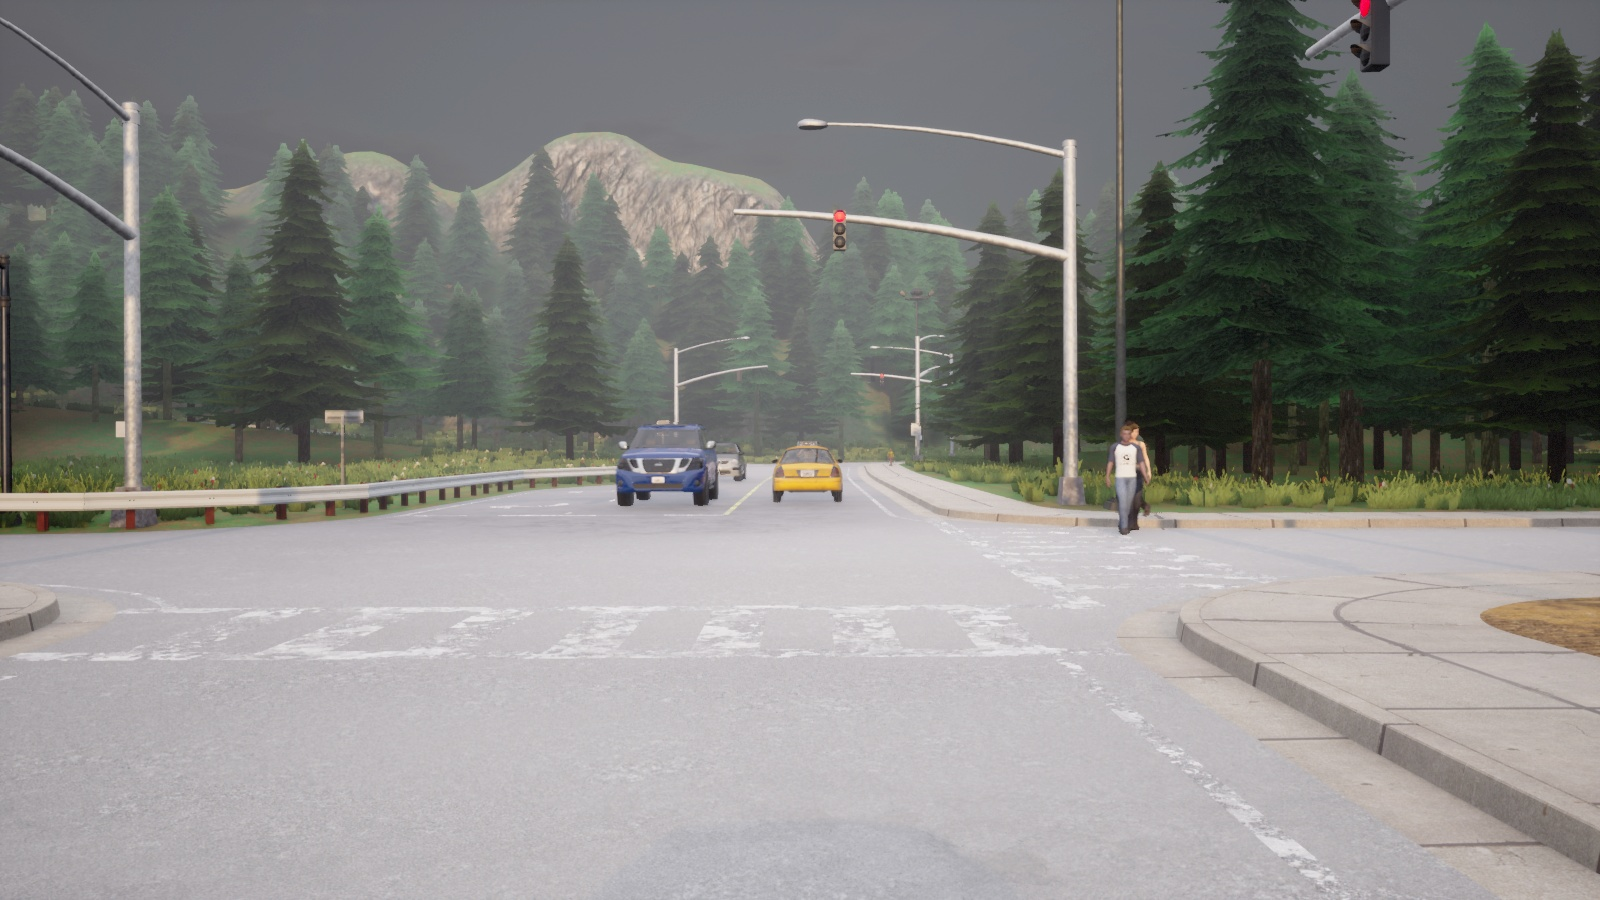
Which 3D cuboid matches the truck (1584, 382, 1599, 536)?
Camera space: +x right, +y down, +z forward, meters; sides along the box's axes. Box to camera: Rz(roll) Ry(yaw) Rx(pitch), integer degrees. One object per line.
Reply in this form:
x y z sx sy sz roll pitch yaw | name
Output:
15.397 0.143 19.161 5.204 2.467 2.627 0 0 1 | truck

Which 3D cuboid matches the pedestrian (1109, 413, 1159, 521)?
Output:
6.102 0.299 22.939 0.788 1.949 0.423 0 0 -2 | pedestrian

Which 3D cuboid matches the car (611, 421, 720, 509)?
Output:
-3.312 0.326 32.111 2.150 2.045 5.566 0 0 0 | car

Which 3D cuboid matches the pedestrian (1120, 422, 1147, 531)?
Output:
5.711 0.448 21.522 0.345 1.836 0.594 0 0 5 | pedestrian

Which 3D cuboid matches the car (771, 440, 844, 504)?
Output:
0.198 0.527 33.715 1.801 1.575 5.366 0 0 0 | car

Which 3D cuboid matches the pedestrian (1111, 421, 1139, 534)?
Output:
5.359 0.447 20.718 0.354 1.836 0.706 0 0 6 | pedestrian

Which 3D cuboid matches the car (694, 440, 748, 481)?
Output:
-3.188 0.413 51.371 1.851 1.617 3.988 0 0 2 | car
